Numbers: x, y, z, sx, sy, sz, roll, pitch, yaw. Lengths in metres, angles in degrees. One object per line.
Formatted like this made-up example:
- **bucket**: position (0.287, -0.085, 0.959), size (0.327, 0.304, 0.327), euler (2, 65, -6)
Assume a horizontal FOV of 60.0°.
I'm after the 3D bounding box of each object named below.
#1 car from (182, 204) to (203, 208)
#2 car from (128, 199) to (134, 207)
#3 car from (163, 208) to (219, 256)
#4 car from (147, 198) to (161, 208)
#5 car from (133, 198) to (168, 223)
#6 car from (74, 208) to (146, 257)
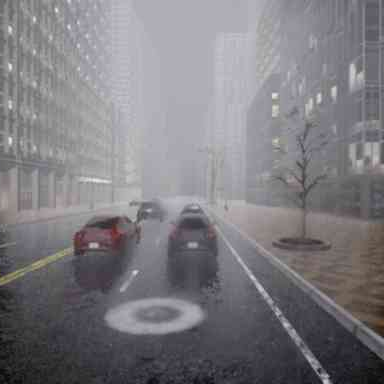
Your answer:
- **car**: position (0.046, 1.722, 27.774), size (1.994, 1.385, 4.181), euler (0, 0, 1)
- **car**: position (-9.794, 1.956, 57.940), size (1.895, 1.301, 4.718), euler (0, 0, 1)
- **car**: position (0.051, 1.598, 13.283), size (1.812, 1.442, 4.674), euler (0, 0, 0)
- **car**: position (-6.552, 1.861, 58.221), size (1.837, 1.490, 4.892), euler (0, 0, 0)
- **car**: position (-3.206, 1.507, 27.448), size (2.097, 1.767, 4.553), euler (0, 0, 1)
- **car**: position (-3.199, 1.598, 13.208), size (1.812, 1.442, 4.674), euler (0, 0, 0)
